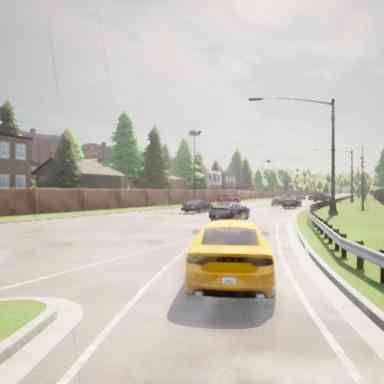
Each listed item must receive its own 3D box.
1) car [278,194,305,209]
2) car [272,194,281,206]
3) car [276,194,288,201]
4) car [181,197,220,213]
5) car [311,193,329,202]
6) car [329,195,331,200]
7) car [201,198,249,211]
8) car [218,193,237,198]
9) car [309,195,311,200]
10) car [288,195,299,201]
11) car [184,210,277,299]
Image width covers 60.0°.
[{"bbox_3d":[13.936,1.459,46.032,2.128,1.511,4.902,0,0,28],"label":"car"},{"bbox_3d":[14.390,1.486,54.409,1.812,1.442,4.674,0,0,28],"label":"car"},{"bbox_3d":[23.745,1.292,87.419,2.097,1.767,4.553,0,0,28],"label":"car"},{"bbox_3d":[0.743,1.522,36.002,2.033,1.411,5.357,0,0,28],"label":"car"},{"bbox_3d":[28.613,1.171,74.126,2.150,2.045,5.566,0,0,28],"label":"car"},{"bbox_3d":[35.094,1.437,86.437,1.837,1.490,4.892,0,0,28],"label":"car"},{"bbox_3d":[2.919,1.474,25.103,2.128,1.511,4.902,0,0,28],"label":"car"},{"bbox_3d":[5.792,1.181,53.102,2.150,2.045,5.566,0,0,28],"label":"car"},{"bbox_3d":[32.855,1.413,89.698,1.882,1.535,5.008,0,0,28],"label":"car"},{"bbox_3d":[25.350,1.464,82.955,1.812,1.442,4.674,0,0,28],"label":"car"},{"bbox_3d":[0.989,1.471,8.578,1.882,1.535,5.008,0,0,7],"label":"car"}]
